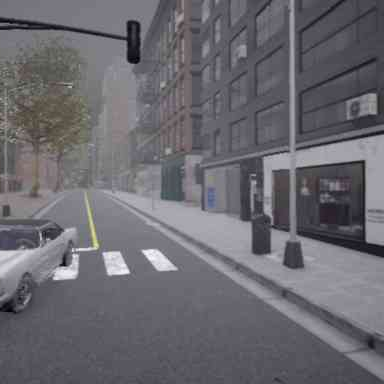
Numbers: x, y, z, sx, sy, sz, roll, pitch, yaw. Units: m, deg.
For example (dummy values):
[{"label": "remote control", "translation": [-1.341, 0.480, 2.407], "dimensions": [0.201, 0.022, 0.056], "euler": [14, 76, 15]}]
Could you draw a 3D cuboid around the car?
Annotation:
[{"label": "car", "translation": [-3.893, 1.322, 7.057], "dimensions": [1.895, 1.301, 4.718], "euler": [0, 3, -6]}]
